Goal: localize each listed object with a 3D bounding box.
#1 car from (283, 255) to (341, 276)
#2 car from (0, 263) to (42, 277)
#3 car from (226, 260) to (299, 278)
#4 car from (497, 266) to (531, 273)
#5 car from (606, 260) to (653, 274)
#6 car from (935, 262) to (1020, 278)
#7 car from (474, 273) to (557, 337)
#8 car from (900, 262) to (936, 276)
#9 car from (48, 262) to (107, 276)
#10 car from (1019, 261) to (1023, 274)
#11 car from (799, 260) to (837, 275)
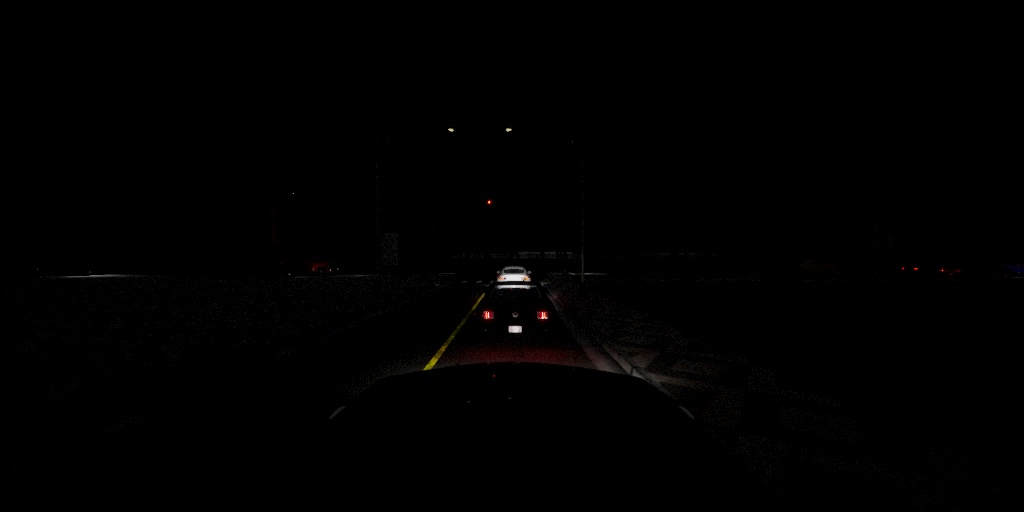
[{"bbox_3d":[-20.470,0.958,36.401,5.566,2.045,2.150,0,0,0],"label":"car"},{"bbox_3d":[-46.741,1.317,32.961,4.718,1.301,1.895,0,0,-2],"label":"car"},{"bbox_3d":[-23.230,1.298,33.173,5.357,1.411,2.033,0,0,0],"label":"car"},{"bbox_3d":[0.113,1.273,20.221,1.812,1.442,4.674,0,0,1],"label":"car"},{"bbox_3d":[12.939,1.228,39.573,4.902,1.511,2.128,0,0,0],"label":"car"},{"bbox_3d":[42.296,1.371,32.672,4.718,1.301,1.895,0,0,1],"label":"car"},{"bbox_3d":[0.108,1.350,10.237,1.895,1.301,4.718,0,0,1],"label":"car"},{"bbox_3d":[42.320,1.302,35.921,5.357,1.411,2.033,0,0,1],"label":"car"},{"bbox_3d":[-43.891,1.272,36.279,4.181,1.385,1.994,0,0,-1],"label":"car"},{"bbox_3d":[52.275,1.233,35.887,5.008,1.535,1.882,0,0,0],"label":"car"},{"bbox_3d":[32.649,1.216,39.396,5.008,1.535,1.882,0,0,1],"label":"car"}]
